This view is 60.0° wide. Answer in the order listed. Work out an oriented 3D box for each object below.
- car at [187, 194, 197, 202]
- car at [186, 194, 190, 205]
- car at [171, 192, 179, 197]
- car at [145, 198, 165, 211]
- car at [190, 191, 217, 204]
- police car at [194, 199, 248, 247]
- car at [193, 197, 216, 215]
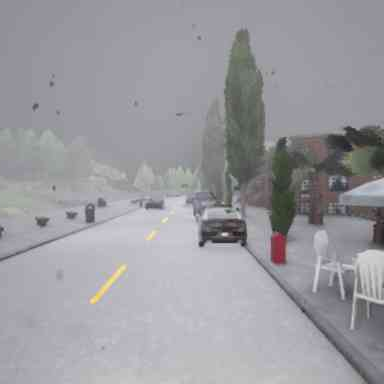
[{"bbox_3d":[-0.007,1.120,64.893,1.994,1.385,4.181,0,0,0],"label":"car"},{"bbox_3d":[-0.004,1.257,50.386,1.895,1.301,4.718,0,0,0],"label":"car"},{"bbox_3d":[-4.009,0.729,78.558,1.882,1.535,5.008,0,0,0],"label":"car"},{"bbox_3d":[-4.102,1.347,37.203,1.895,1.301,4.718,0,0,0],"label":"car"},{"bbox_3d":[1.135,0.964,30.617,2.150,2.045,5.566,-3,0,0],"label":"car"},{"bbox_3d":[1.198,1.324,14.699,1.930,1.638,5.238,0,0,0],"label":"police car"},{"bbox_3d":[1.196,1.337,24.589,1.837,1.490,4.892,0,0,0],"label":"car"}]
